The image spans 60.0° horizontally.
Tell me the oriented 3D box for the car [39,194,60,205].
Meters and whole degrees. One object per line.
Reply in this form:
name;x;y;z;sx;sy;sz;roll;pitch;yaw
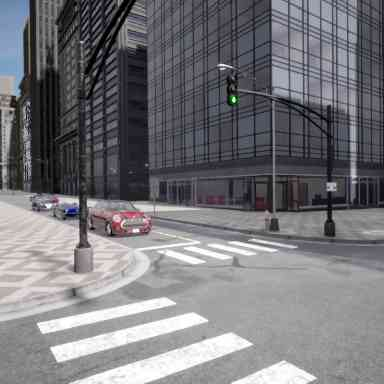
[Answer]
car;-20.554;1.063;47.894;1.994;1.385;4.181;-1;1;-34

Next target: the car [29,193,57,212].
car;-15.427;1.179;34.672;2.128;1.511;4.902;-1;1;-34

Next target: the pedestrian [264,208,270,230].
pedestrian;3.897;1.374;17.288;0.500;1.100;0.500;0;0;-34

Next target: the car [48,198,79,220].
car;-9.605;1.390;26.081;1.895;1.301;4.718;-1;1;-34

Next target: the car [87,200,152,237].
car;-3.927;1.234;17.701;2.097;1.767;4.553;-1;1;-34

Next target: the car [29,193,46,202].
car;-26.107;0.883;56.059;1.837;1.490;4.892;-1;1;-34
